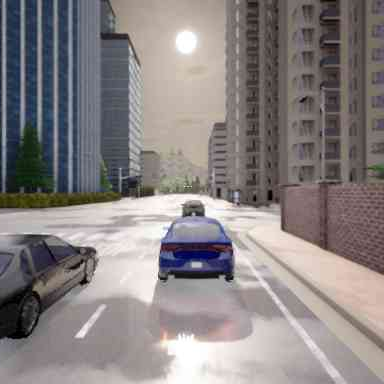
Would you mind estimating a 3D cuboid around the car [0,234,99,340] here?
[{"bbox_3d":[-3.394,1.543,6.469,2.033,1.411,5.357,0,0,0],"label":"car"}]

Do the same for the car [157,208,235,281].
[{"bbox_3d":[0.107,1.471,9.864,1.882,1.535,5.008,0,0,0],"label":"car"}]

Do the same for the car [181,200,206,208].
[{"bbox_3d":[0.132,1.432,28.339,1.837,1.490,4.892,0,0,0],"label":"car"}]
